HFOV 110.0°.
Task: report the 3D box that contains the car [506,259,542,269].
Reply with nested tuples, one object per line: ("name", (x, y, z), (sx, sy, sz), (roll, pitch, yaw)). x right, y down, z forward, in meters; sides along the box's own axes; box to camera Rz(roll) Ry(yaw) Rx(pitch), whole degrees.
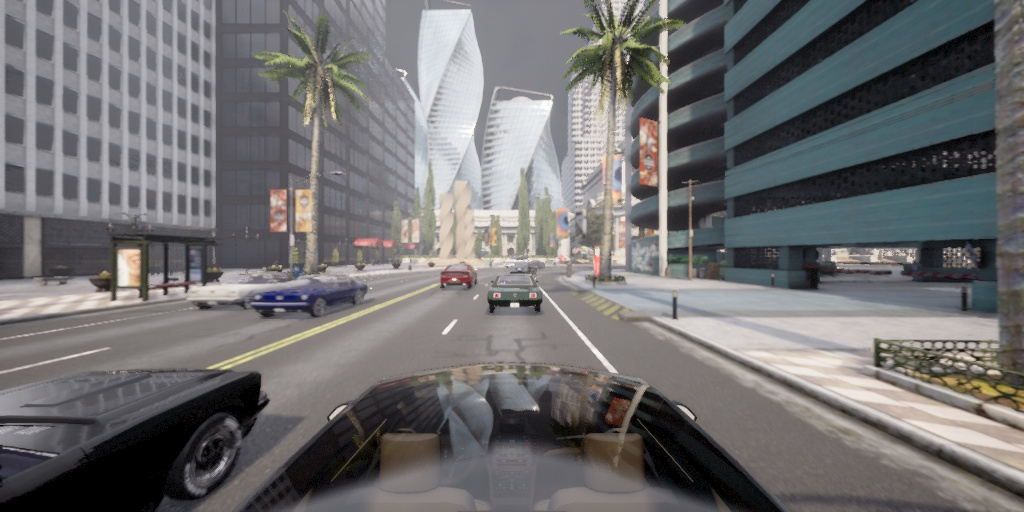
("car", (1.356, 1.300, 36.238), (2.033, 1.411, 5.357), (0, 0, 14))

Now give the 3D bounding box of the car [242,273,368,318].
("car", (-7.092, 1.352, 13.156), (1.895, 1.301, 4.718), (0, 0, 0))

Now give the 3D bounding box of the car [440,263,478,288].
("car", (-3.378, 1.230, 23.545), (1.882, 1.535, 5.008), (0, 0, 0))

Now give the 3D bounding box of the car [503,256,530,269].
("car", (0.948, 0.975, 57.096), (2.150, 2.045, 5.566), (0, 0, 41))

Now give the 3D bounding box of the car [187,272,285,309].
("car", (-10.587, 1.352, 14.880), (1.895, 1.301, 4.718), (0, 0, 0))

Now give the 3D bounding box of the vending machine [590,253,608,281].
("vending machine", (7.804, 0.948, 32.080), (1.100, 2.100, 0.880), (0, 0, 10))

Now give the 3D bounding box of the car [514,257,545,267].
("car", (2.857, 1.302, 54.098), (2.033, 1.411, 5.357), (0, 0, 40))

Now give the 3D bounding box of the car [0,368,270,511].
("car", (-3.400, 1.351, 1.495), (1.895, 1.301, 4.718), (0, 0, 0))

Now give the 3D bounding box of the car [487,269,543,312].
("car", (0.101, 1.352, 14.218), (1.895, 1.301, 4.718), (0, 0, 0))
